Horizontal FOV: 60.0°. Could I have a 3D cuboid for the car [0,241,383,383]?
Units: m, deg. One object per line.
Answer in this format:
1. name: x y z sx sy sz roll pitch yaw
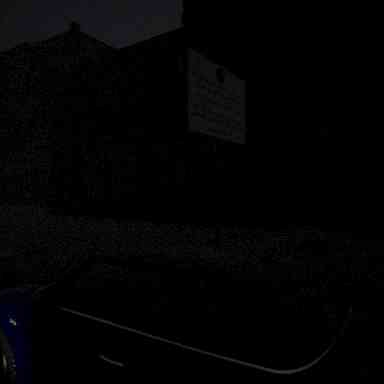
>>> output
1. car: -0.483 1.354 3.669 4.553 1.767 2.185 0 0 36
